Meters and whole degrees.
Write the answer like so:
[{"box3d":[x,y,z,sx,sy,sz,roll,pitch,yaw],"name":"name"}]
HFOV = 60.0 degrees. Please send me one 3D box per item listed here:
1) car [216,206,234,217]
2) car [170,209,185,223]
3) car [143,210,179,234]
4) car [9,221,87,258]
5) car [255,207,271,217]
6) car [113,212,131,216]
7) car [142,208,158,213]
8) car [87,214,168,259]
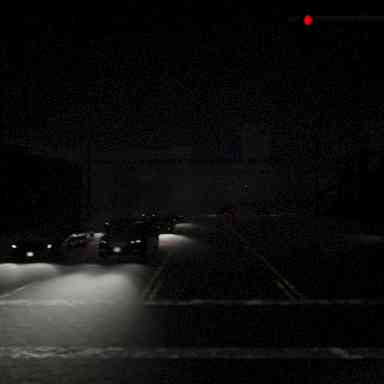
[{"box3d":[4.959,2.971,50.555,1.837,1.490,4.892,0,-2,-10],"name":"car"},{"box3d":[-1.833,2.617,36.998,1.882,1.535,5.008,-1,-2,2],"name":"car"},{"box3d":[-2.292,2.357,25.245,1.994,1.385,4.181,-1,-2,1],"name":"car"},{"box3d":[-6.143,2.092,15.490,2.033,1.411,5.357,-1,-2,2],"name":"car"},{"box3d":[10.444,2.883,48.994,1.812,1.442,4.674,-1,-2,20],"name":"car"},{"box3d":[-5.701,2.421,27.344,1.812,1.442,4.674,-1,-2,2],"name":"car"},{"box3d":[-5.108,2.840,42.201,1.837,1.490,4.892,-1,-2,2],"name":"car"},{"box3d":[-2.646,1.981,14.988,2.128,1.511,4.902,-1,-2,4],"name":"car"}]
